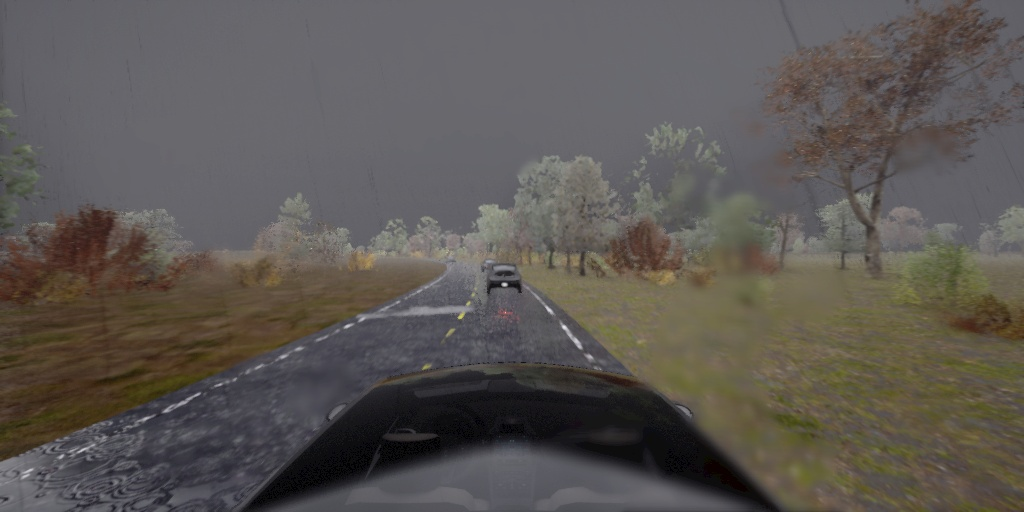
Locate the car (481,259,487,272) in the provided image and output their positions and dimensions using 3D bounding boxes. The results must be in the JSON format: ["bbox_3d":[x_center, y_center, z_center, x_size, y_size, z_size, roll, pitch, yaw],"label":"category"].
[{"bbox_3d":[-2.485,1.028,40.382,1.812,1.442,4.674,0,0,-8],"label":"car"}]

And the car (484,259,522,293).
[{"bbox_3d":[-0.483,1.137,19.890,1.837,1.490,4.892,0,0,-3],"label":"car"}]
